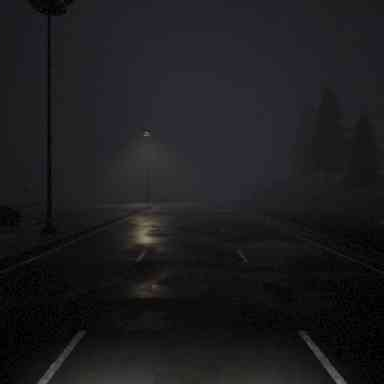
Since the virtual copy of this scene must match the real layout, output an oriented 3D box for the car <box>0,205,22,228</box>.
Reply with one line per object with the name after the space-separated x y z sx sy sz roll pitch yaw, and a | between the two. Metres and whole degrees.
-11.514 1.424 18.603 1.882 1.535 5.008 0 0 0 | car
